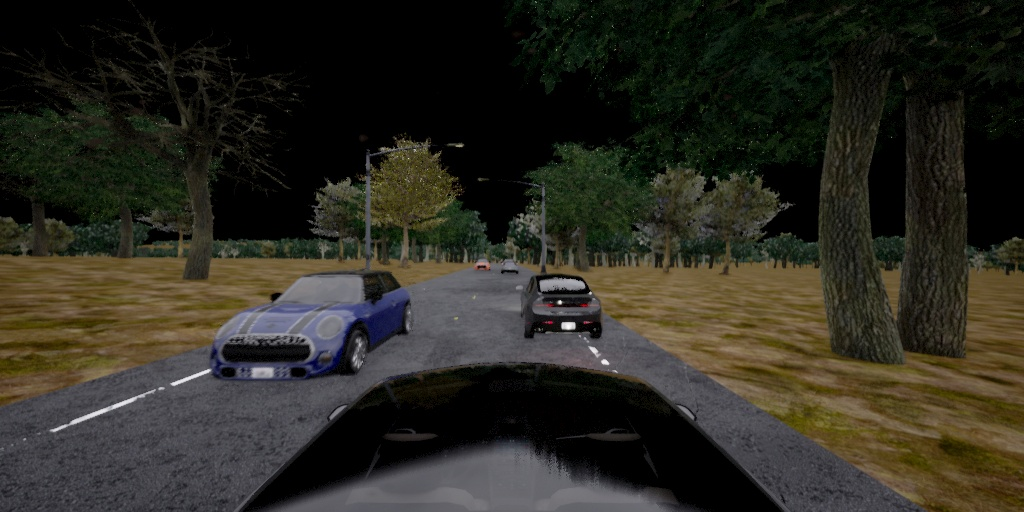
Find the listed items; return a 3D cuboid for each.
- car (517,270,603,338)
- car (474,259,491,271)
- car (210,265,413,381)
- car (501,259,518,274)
[{"bbox_3d":[1.201,1.251,10.115,1.837,1.490,4.892,0,0,0],"label":"car"},{"bbox_3d":[-4.054,1.176,49.607,2.097,1.767,4.553,0,0,-1],"label":"car"},{"bbox_3d":[-3.619,1.099,7.438,2.097,1.767,4.553,0,0,0],"label":"car"},{"bbox_3d":[-0.260,1.355,41.983,1.994,1.385,4.181,0,0,0],"label":"car"}]
